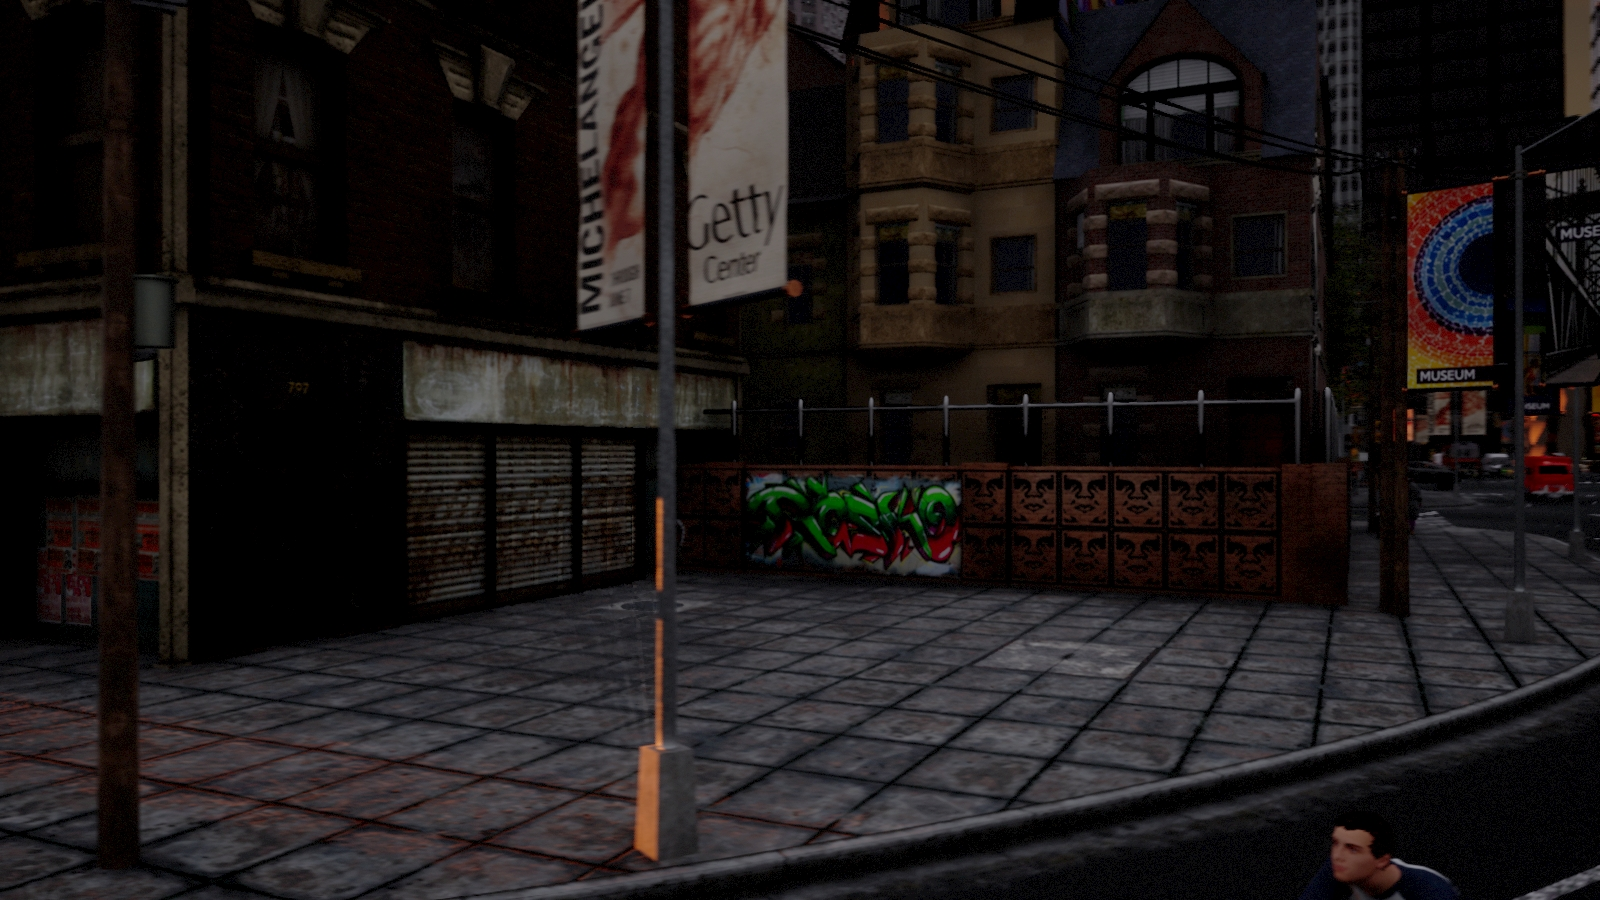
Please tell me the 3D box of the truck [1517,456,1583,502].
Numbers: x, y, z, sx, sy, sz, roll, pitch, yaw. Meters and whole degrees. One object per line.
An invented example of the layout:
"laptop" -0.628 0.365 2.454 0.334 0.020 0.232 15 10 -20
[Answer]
"truck" 42.881 1.616 65.491 2.627 2.467 5.204 0 0 27

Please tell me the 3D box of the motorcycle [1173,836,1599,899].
"motorcycle" 2.078 2.217 4.082 2.033 1.145 0.803 0 -2 -26

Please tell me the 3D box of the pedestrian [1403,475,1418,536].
"pedestrian" 19.034 1.726 35.609 0.375 1.860 0.375 0 0 33

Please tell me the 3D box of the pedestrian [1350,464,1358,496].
"pedestrian" 32.264 1.753 66.505 0.375 1.860 0.375 0 0 21
